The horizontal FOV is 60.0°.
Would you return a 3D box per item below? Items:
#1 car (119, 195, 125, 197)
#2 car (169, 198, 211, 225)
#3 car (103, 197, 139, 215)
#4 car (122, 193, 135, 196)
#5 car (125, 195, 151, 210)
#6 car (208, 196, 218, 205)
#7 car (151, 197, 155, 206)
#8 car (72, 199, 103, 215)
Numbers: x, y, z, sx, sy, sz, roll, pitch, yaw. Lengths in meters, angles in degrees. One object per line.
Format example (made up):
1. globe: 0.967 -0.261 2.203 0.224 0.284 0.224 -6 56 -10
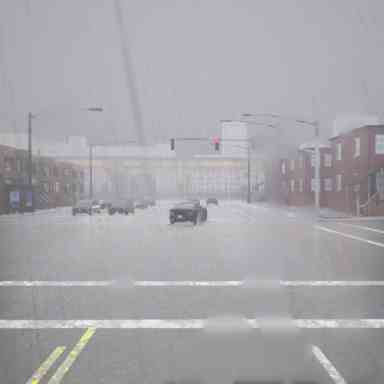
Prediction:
1. car: -10.604 1.547 44.119 2.033 1.411 5.357 0 0 0
2. car: -0.195 1.478 24.297 1.882 1.535 5.008 1 0 14
3. car: -7.103 1.547 34.079 2.033 1.411 5.357 0 0 0
4. car: -10.602 1.221 54.776 2.150 2.045 5.566 0 0 -1
5. car: -7.098 1.491 44.060 2.128 1.511 4.902 0 0 0
6. car: 3.480 1.505 58.473 1.837 1.490 4.892 0 0 0
7. car: -7.093 1.505 54.151 1.837 1.490 4.892 0 0 0
8. car: -10.599 1.505 33.740 1.837 1.490 4.892 0 0 0
